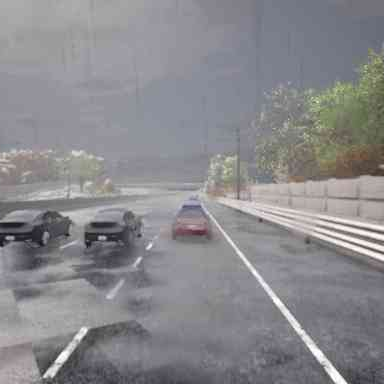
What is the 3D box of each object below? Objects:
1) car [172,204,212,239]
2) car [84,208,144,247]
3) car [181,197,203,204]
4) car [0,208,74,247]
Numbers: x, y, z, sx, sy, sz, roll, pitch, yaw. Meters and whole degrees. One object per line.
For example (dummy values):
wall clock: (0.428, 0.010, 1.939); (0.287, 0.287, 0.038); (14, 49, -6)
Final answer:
car: (-0.001, 1.561, 17.358); (1.994, 1.385, 4.181); (0, 0, 0)
car: (-3.400, 1.501, 15.046); (1.837, 1.490, 4.892); (0, 0, 0)
car: (0.000, 1.488, 31.687); (1.882, 1.535, 5.008); (0, 0, 0)
car: (-6.900, 1.501, 15.048); (1.837, 1.490, 4.892); (0, 0, 0)
